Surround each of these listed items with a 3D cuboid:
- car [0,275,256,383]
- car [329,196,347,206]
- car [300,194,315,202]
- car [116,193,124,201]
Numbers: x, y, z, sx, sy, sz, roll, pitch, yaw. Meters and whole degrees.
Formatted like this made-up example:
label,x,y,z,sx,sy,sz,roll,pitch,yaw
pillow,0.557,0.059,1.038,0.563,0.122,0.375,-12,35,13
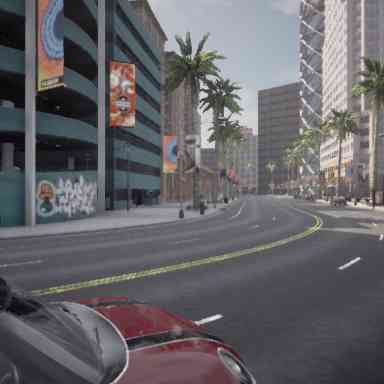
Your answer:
label,x,y,z,sx,sy,sz,roll,pitch,yaw
car,-1.642,1.344,2.107,4.553,1.767,2.097,0,0,-35
car,24.054,1.439,54.816,2.231,1.521,4.892,0,0,10
car,29.243,1.291,83.729,2.185,1.767,4.553,0,0,10
car,-11.626,0.968,53.577,2.435,2.045,5.566,0,0,10
